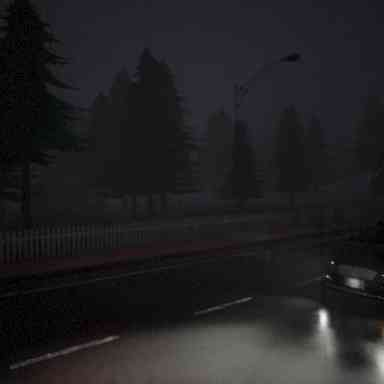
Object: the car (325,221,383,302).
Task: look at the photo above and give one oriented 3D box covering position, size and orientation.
[{"bbox_3d":[5.010,1.407,7.670,4.902,1.511,2.128,-1,0,-36],"label":"car"}]
